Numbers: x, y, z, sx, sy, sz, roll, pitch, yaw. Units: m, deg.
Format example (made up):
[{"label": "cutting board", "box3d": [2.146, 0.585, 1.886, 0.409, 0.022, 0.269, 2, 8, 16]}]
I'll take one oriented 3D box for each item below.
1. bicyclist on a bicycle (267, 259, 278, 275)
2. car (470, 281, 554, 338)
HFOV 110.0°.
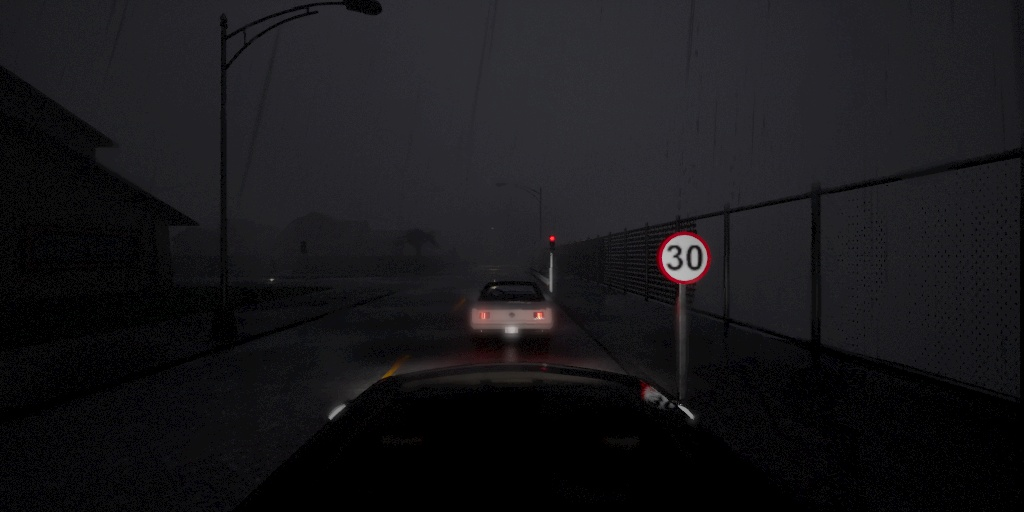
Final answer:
[{"label": "bicyclist on a bicycle", "box3d": [-24.324, 1.099, 36.471, 0.582, 1.620, 1.656, 0, 0, 0]}, {"label": "car", "box3d": [-0.002, 1.351, 10.163, 1.895, 1.301, 4.718, 0, 0, 0]}]
